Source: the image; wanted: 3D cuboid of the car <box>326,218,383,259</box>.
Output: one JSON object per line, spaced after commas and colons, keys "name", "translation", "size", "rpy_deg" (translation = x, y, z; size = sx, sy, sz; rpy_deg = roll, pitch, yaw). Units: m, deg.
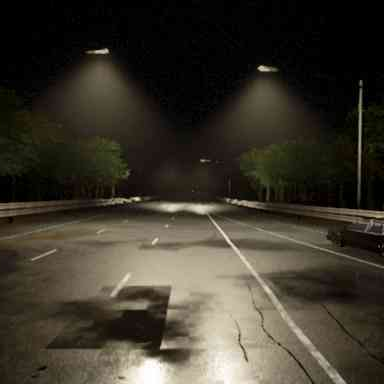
{"name": "car", "translation": [7.398, 1.710, 12.870], "size": [2.033, 1.411, 5.357], "rpy_deg": [1, -1, -8]}
